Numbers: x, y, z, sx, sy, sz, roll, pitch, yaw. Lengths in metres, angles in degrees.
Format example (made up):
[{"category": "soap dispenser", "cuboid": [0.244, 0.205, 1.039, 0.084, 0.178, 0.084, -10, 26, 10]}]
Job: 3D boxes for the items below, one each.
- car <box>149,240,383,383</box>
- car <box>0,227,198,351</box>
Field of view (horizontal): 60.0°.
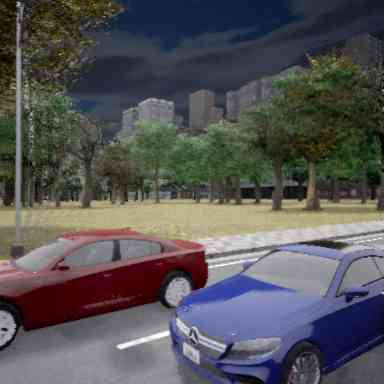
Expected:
[{"category": "car", "cuboid": [1.886, 1.521, 5.030, 4.674, 1.442, 1.812, 0, 0, -35]}, {"category": "car", "cuboid": [-1.973, 1.475, 6.270, 5.008, 1.535, 1.882, 0, 0, -36]}]
